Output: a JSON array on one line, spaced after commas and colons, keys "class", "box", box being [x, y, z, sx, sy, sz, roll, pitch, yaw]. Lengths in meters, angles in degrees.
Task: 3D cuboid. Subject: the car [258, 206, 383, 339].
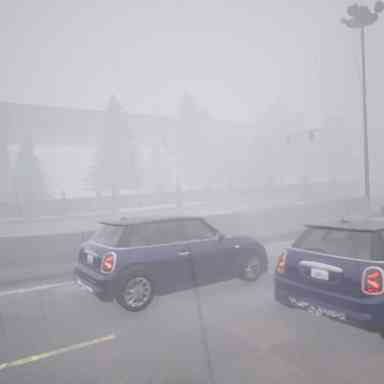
[{"class": "car", "box": [3.708, 1.233, 6.454, 4.553, 1.767, 2.097, -2, 1, -36]}]

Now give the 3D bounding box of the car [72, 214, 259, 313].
[{"class": "car", "box": [-0.313, 1.299, 7.863, 4.553, 1.767, 2.097, -2, 1, -36]}]
